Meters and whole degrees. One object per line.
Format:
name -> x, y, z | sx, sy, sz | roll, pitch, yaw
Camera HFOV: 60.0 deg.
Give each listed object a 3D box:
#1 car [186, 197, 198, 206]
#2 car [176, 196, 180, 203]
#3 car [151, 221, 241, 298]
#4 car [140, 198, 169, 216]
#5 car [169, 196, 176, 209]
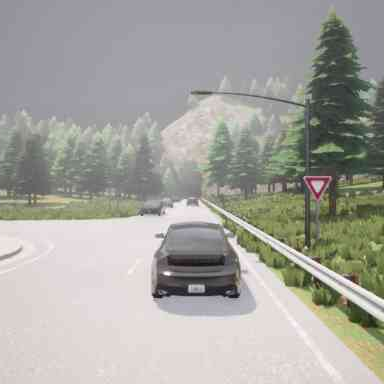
car -> 0.087, 1.525, 56.531 | 1.812, 1.442, 4.674 | 0, 0, 0
car -> -3.528, 1.564, 68.535 | 1.994, 1.385, 4.181 | 0, 0, 0
car -> 0.084, 1.505, 8.468 | 1.837, 1.490, 4.892 | 0, 0, 0
car -> -3.716, 1.478, 32.228 | 1.882, 1.535, 5.008 | 0, 0, 3
car -> -3.603, 1.525, 46.638 | 1.812, 1.442, 4.674 | 0, 0, 0
